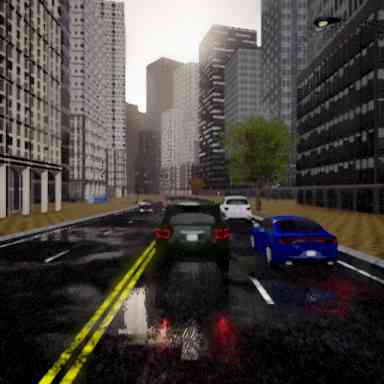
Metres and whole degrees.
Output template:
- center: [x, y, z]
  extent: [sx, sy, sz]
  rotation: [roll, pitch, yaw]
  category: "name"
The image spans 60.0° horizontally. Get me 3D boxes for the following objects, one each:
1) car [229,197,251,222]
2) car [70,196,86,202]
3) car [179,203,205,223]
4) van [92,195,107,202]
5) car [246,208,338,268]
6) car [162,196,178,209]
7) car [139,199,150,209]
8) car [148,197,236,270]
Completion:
- center: [3.282, 1.363, 26.325]
  extent: [2.150, 2.045, 5.566]
  rotation: [0, 0, 1]
  category: "car"
- center: [-28.190, 1.741, 80.760]
  extent: [4.507, 1.381, 1.887]
  rotation: [0, 0, 1]
  category: "car"
- center: [0.047, 1.712, 27.687]
  extent: [1.994, 1.385, 4.181]
  rotation: [0, 0, 1]
  category: "car"
- center: [-22.651, 1.563, 80.713]
  extent: [3.998, 1.788, 1.690]
  rotation: [0, 0, 1]
  category: "van"
- center: [3.287, 1.542, 11.552]
  extent: [1.882, 1.535, 5.008]
  rotation: [0, 0, 1]
  category: "car"
- center: [-3.329, 1.602, 51.629]
  extent: [2.097, 1.767, 4.553]
  rotation: [0, 0, 0]
  category: "car"
- center: [-6.590, 1.789, 49.215]
  extent: [2.033, 1.411, 5.357]
  rotation: [0, 0, 0]
  category: "car"
- center: [0.033, 1.287, 11.427]
  extent: [2.150, 2.045, 5.566]
  rotation: [0, 0, 1]
  category: "car"
